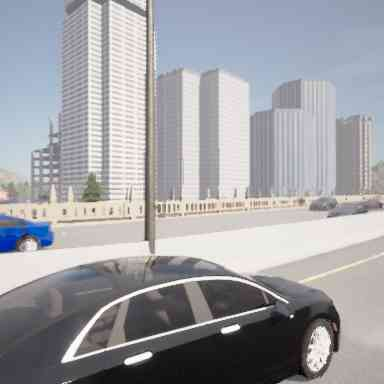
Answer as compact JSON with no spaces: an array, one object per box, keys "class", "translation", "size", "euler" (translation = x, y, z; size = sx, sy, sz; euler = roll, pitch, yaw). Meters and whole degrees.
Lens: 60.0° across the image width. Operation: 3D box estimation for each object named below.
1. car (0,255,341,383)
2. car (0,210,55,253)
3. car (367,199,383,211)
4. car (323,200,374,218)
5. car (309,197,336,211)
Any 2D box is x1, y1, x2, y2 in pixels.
[{"class":"car","translation":[-0.192,1.515,3.832],"size":[4.892,1.490,1.837],"euler":[0,0,-37]},{"class":"car","translation":[-7.523,1.528,11.675],"size":[5.008,1.535,1.882],"euler":[0,0,-37]},{"class":"car","translation":[22.656,1.590,41.915],"size":[1.994,1.385,4.181],"euler":[0,0,43]},{"class":"car","translation":[11.802,1.547,24.952],"size":[1.812,1.442,4.674],"euler":[0,0,43]},{"class":"car","translation":[15.762,1.392,39.601],"size":[2.097,1.767,4.553],"euler":[0,0,43]}]
